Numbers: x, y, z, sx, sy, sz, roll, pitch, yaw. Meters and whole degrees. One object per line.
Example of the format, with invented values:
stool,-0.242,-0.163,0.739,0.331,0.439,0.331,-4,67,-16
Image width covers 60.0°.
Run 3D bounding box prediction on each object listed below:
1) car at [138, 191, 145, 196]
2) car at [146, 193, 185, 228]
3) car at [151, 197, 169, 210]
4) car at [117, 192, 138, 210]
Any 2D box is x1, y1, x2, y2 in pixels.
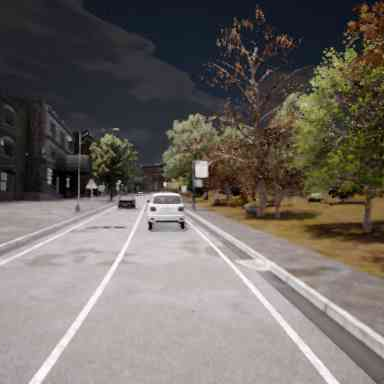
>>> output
car,-12.139,0.357,79.012,1.882,1.535,5.008,0,1,-7
car,-1.669,1.080,20.974,2.150,2.045,5.566,0,1,-7
car,-3.834,1.278,39.394,1.895,1.301,4.718,0,1,-7
car,-7.398,1.144,38.092,1.882,1.535,5.008,0,1,-7
